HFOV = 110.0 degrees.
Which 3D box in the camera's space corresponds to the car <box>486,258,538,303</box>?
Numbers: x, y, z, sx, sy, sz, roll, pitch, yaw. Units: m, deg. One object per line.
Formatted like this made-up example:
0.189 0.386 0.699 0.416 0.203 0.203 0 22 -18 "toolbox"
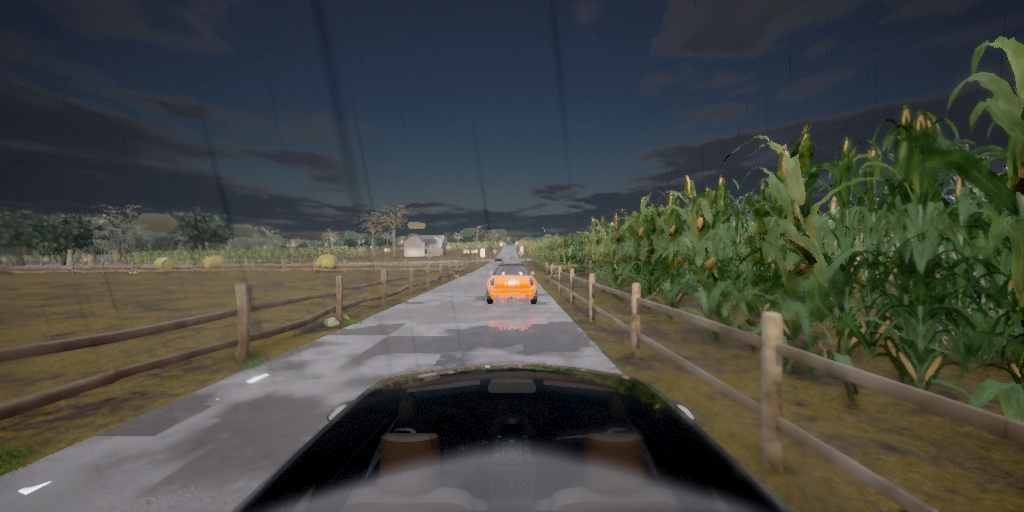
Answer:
0.001 1.101 16.477 2.097 1.767 4.553 0 0 0 "car"
